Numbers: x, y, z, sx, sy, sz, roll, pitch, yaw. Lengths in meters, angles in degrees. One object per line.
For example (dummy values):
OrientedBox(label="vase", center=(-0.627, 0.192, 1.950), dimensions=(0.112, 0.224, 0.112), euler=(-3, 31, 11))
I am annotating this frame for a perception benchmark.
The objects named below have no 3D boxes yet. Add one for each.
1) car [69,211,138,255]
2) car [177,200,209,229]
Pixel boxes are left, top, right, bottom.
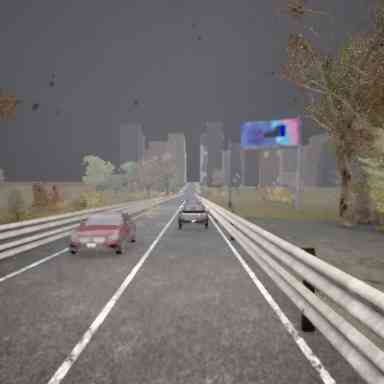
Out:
OrientedBox(label="car", center=(-3.352, 1.520, 13.389), dimensions=(1.812, 1.442, 4.674), euler=(0, 0, 0))
OrientedBox(label="car", center=(0.089, 1.483, 21.613), dimensions=(2.128, 1.511, 4.902), euler=(0, 0, 0))
